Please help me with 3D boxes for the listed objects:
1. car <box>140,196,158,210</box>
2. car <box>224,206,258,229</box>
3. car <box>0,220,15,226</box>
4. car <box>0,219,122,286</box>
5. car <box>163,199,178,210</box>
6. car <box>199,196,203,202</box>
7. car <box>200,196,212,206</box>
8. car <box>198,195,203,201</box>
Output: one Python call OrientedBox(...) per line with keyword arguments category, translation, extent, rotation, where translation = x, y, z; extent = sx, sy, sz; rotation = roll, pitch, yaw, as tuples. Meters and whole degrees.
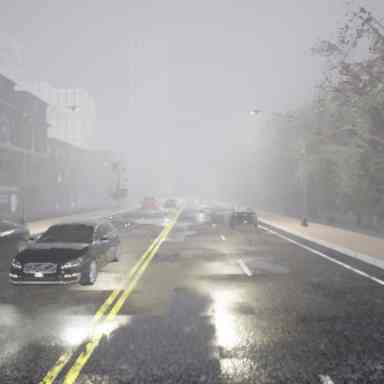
OrientedBox(category="car", translation=(-6.536, 1.660, 51.419), extent=(2.150, 2.045, 5.566), rotation=(0, 0, 1))
OrientedBox(category="car", translation=(3.355, 1.696, 23.369), extent=(2.128, 1.511, 4.902), rotation=(0, 0, 0))
OrientedBox(category="car", translation=(-6.596, 1.579, 9.810), extent=(2.128, 1.511, 4.902), rotation=(0, -1, 0))
OrientedBox(category="car", translation=(-3.346, 1.591, 9.711), extent=(1.837, 1.490, 4.892), rotation=(0, -1, 0))
OrientedBox(category="car", translation=(-3.293, 1.792, 50.934), extent=(2.097, 1.767, 4.553), rotation=(0, 0, 1))
OrientedBox(category="car", translation=(3.265, 2.248, 80.584), extent=(1.994, 1.385, 4.181), rotation=(0, 0, 0))
OrientedBox(category="car", translation=(3.263, 2.120, 69.584), extent=(1.812, 1.442, 4.674), rotation=(0, 0, 0))
OrientedBox(category="car", translation=(3.267, 2.279, 91.615), extent=(2.163, 1.488, 4.792), rotation=(0, 0, 0))
